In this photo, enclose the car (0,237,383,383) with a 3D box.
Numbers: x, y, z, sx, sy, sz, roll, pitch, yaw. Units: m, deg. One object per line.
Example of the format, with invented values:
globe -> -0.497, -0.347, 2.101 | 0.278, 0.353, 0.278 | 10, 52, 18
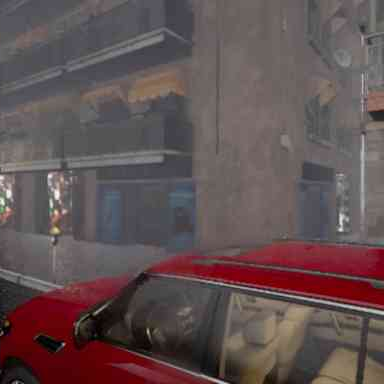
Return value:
car -> 0.493, 1.308, 2.521 | 5.009, 1.841, 2.192 | 0, 0, 35
